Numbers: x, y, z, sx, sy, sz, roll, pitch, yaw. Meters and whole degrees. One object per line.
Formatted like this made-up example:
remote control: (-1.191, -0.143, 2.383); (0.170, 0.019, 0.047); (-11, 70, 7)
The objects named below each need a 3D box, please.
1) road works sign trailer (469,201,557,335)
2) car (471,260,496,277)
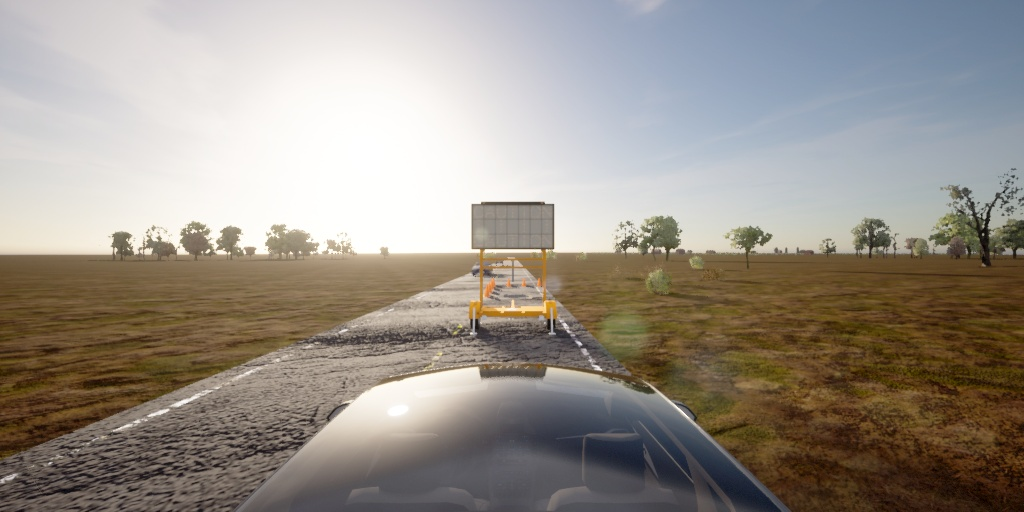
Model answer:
road works sign trailer: (0.026, 0.214, 10.518); (2.380, 3.560, 2.880); (0, 0, 0)
car: (-3.005, 1.298, 36.585); (2.033, 1.411, 5.357); (0, 0, 0)
